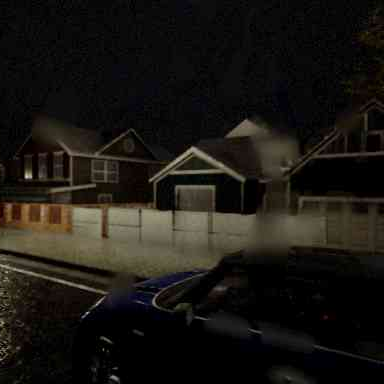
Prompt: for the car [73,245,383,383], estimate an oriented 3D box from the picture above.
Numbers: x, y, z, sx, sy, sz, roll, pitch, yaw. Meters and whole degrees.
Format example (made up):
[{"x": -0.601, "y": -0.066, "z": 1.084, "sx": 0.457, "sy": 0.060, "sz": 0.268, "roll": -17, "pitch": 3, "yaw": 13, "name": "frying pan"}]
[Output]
[{"x": 0.848, "y": 1.352, "z": 3.388, "sx": 4.553, "sy": 1.767, "sz": 2.097, "roll": 0, "pitch": 0, "yaw": 36, "name": "car"}]
